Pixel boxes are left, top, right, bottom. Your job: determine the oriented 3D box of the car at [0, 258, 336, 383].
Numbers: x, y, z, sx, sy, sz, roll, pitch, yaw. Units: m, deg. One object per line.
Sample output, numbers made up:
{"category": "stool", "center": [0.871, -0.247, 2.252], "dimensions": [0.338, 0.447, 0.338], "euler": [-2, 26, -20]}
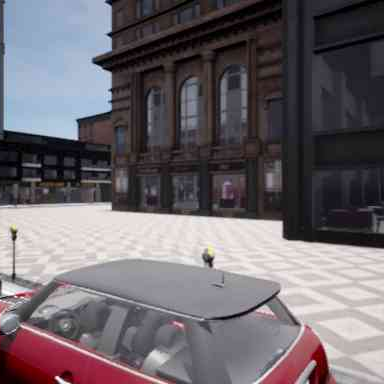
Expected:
{"category": "car", "center": [-0.813, 1.439, 3.426], "dimensions": [4.097, 1.590, 1.967], "euler": [0, 0, 35]}
